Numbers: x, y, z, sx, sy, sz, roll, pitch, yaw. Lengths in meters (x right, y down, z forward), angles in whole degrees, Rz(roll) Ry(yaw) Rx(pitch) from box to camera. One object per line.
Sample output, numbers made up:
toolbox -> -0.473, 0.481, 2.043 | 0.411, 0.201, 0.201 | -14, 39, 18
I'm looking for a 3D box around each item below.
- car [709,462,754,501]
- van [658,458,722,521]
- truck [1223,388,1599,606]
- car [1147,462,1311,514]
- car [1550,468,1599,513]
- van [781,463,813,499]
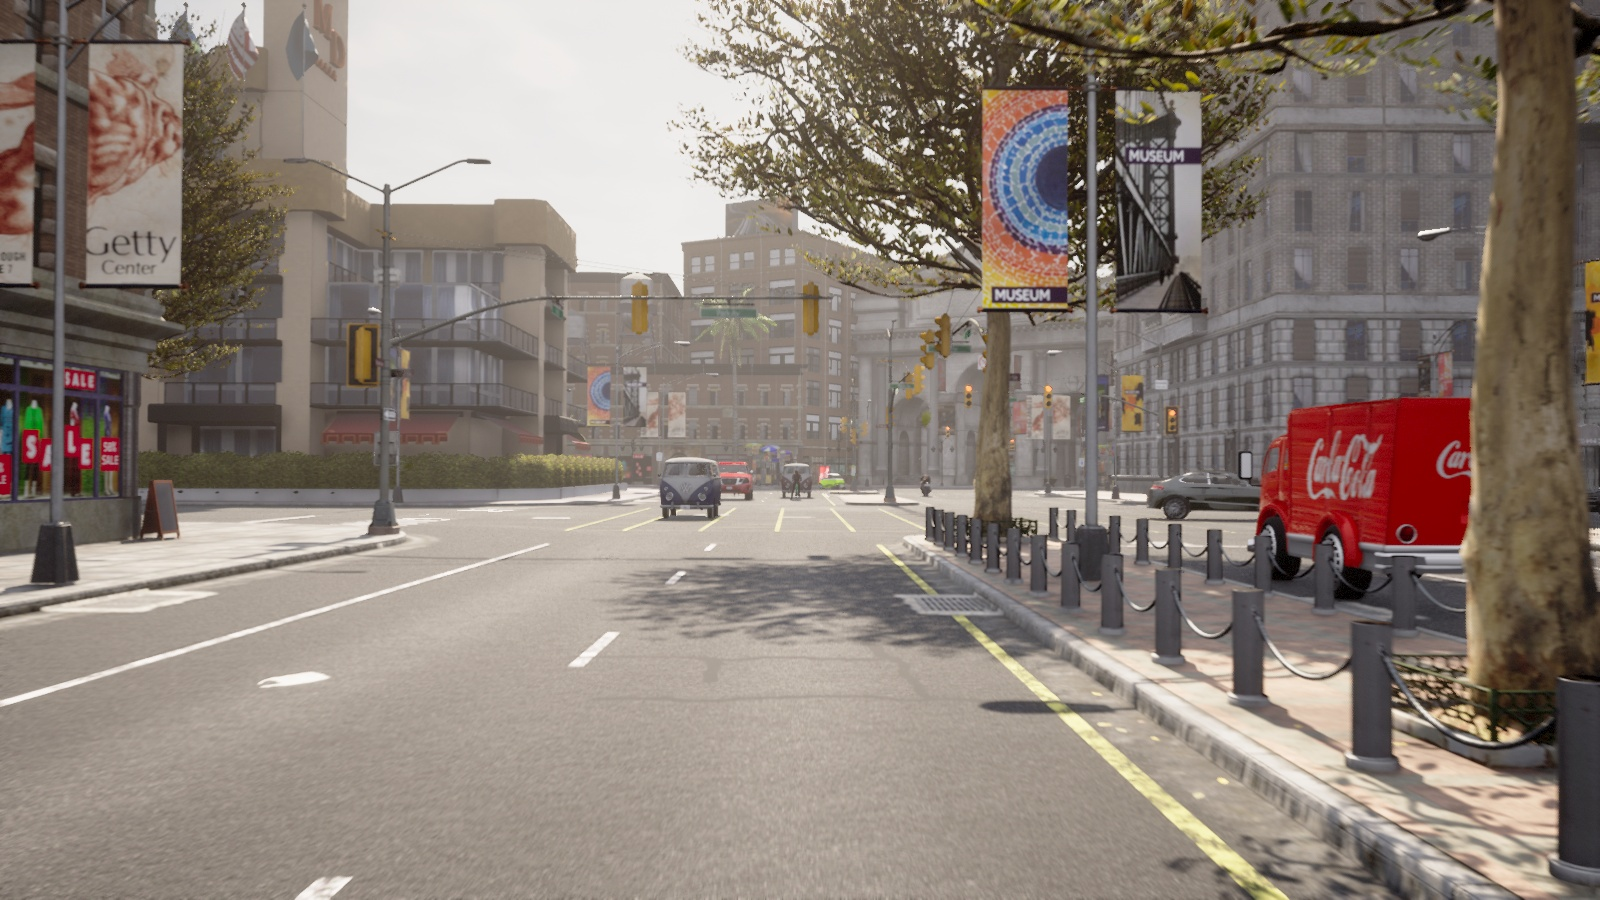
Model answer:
car -> -3.667, 1.692, 68.298 | 2.150, 2.045, 5.566 | 0, -1, 0
van -> -3.603, 1.281, 41.787 | 1.775, 1.987, 4.442 | 0, -1, 0
truck -> 7.851, 0.579, 16.866 | 2.627, 2.467, 5.204 | 0, -1, 1
car -> 14.179, 1.235, 41.745 | 5.027, 1.651, 2.152 | -1, -1, 18
car -> 29.846, 1.424, 44.848 | 5.008, 1.535, 1.882 | 0, -1, 0
van -> -0.180, 1.801, 73.599 | 1.775, 1.987, 4.442 | 0, -1, 0
